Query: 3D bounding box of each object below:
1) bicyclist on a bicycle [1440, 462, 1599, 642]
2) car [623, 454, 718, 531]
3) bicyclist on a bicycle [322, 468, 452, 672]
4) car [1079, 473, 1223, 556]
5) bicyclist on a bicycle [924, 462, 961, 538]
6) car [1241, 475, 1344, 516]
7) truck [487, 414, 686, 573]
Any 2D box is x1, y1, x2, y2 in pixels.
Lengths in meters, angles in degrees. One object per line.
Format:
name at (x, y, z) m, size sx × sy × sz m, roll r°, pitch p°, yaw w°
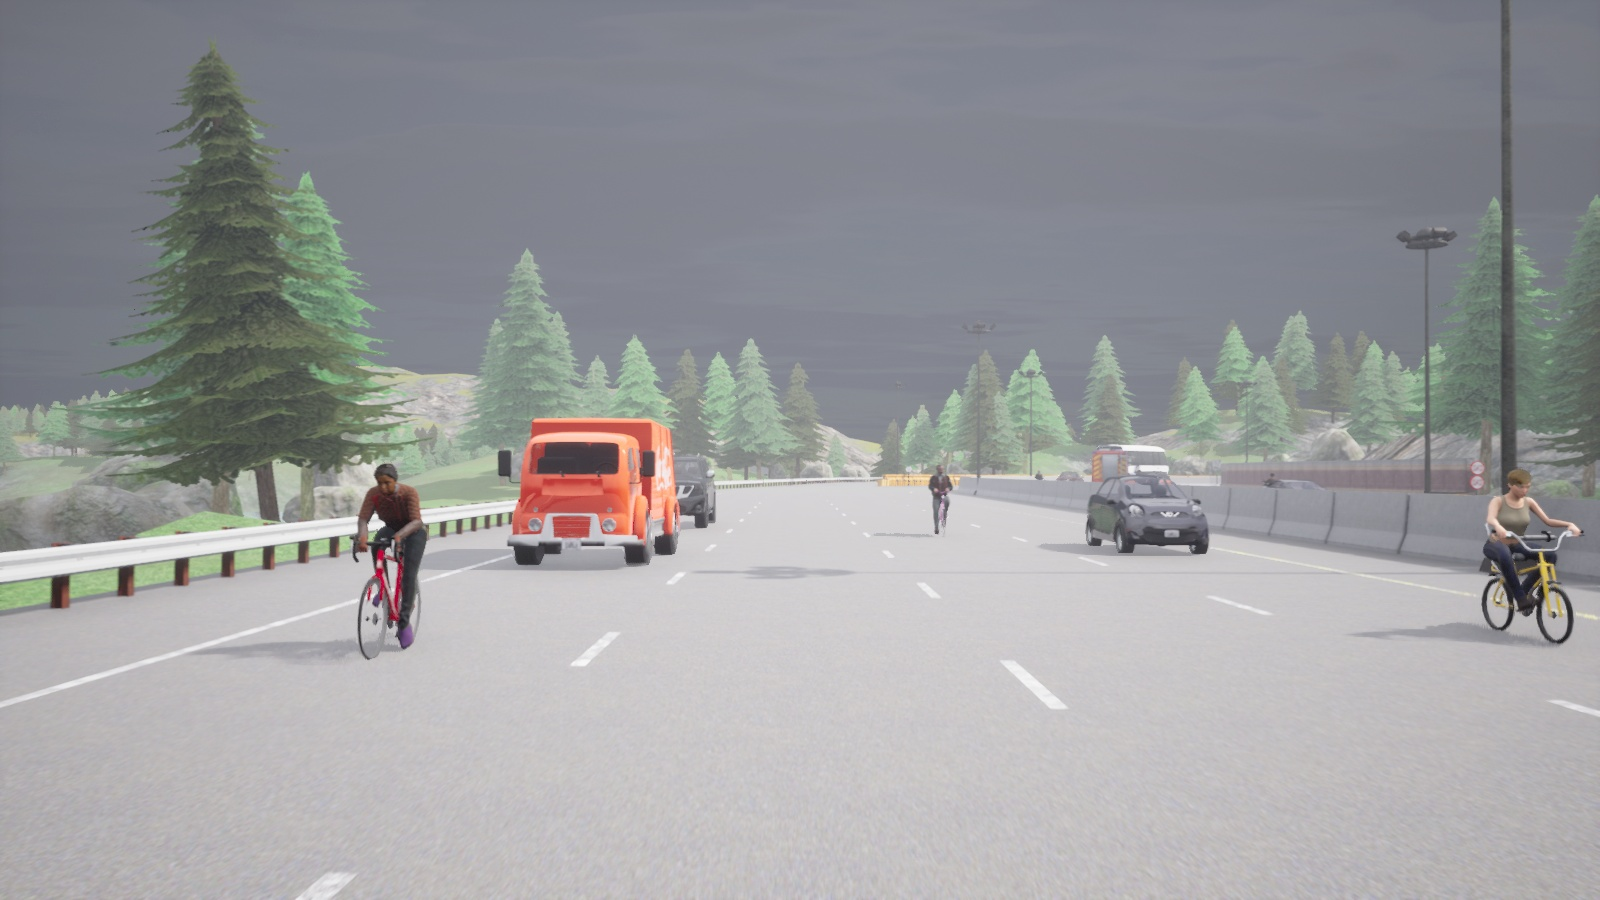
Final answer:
bicyclist on a bicycle at (6.975, 0.932, 12.066) m, size 0.866 × 1.612 × 1.509 m, roll 0°, pitch -1°, yaw 0°
car at (-3.590, 1.169, 35.920) m, size 2.150 × 2.045 × 5.566 m, roll 0°, pitch -1°, yaw 0°
bicyclist on a bicycle at (-3.527, 0.970, 10.853) m, size 0.582 × 1.620 × 1.656 m, roll 0°, pitch -1°, yaw 0°
car at (6.939, 1.235, 25.189) m, size 1.845 × 1.501 × 3.633 m, roll 0°, pitch -1°, yaw 0°
bicyclist on a bicycle at (3.426, 1.195, 30.294) m, size 0.659 × 1.776 × 1.843 m, roll 0°, pitch -1°, yaw 0°
car at (17.374, 1.577, 44.498) m, size 1.994 × 1.385 × 4.181 m, roll 0°, pitch -1°, yaw 0°
truck at (-3.554, 0.728, 22.117) m, size 2.627 × 2.467 × 5.204 m, roll 0°, pitch -1°, yaw 0°
